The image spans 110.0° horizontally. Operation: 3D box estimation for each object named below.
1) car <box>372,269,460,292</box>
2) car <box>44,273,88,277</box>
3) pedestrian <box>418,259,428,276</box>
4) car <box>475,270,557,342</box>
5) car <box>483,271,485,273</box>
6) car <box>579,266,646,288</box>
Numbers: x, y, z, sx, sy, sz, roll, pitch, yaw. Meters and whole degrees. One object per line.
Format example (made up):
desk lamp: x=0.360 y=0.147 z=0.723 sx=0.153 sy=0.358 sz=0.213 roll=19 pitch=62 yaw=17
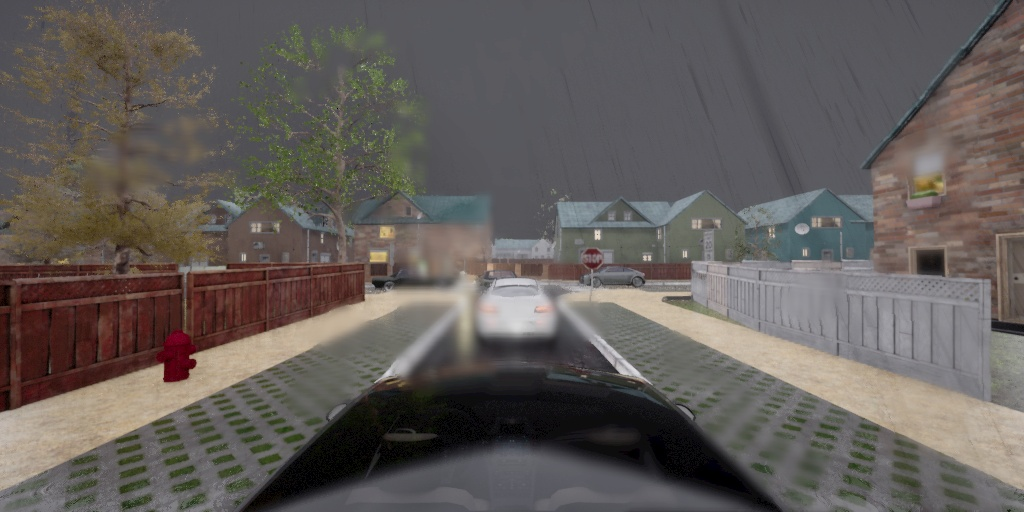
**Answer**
car: x=-5.468 y=1.414 z=20.849 sx=4.718 sy=1.301 sz=1.895 roll=-1 pitch=-1 yaw=1
car: x=-25.593 y=1.630 z=21.133 sx=4.718 sy=1.301 sz=1.895 roll=-1 pitch=-1 yaw=1
pedestrian: x=-6.683 y=1.116 z=26.735 sx=0.375 sy=1.860 sz=0.375 roll=0 pitch=-1 yaw=1
car: x=0.109 y=1.279 z=9.642 sx=1.812 sy=1.442 sz=4.674 roll=0 pitch=0 yaw=0
car: x=-0.745 y=1.364 z=18.461 sx=1.895 sy=1.301 sz=4.718 roll=0 pitch=-1 yaw=-12
car: x=6.554 y=1.342 z=23.631 sx=4.181 sy=1.385 sz=1.994 roll=0 pitch=-1 yaw=1
